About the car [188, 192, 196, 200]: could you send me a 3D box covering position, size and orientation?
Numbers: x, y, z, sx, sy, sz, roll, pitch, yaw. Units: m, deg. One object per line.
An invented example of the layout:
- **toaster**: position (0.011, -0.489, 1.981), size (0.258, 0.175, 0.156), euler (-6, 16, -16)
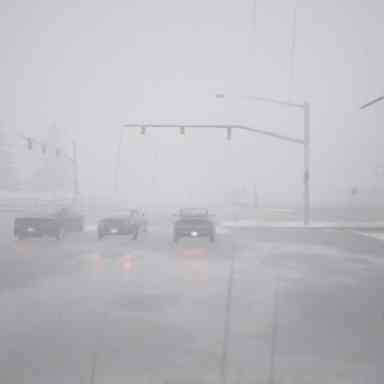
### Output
- **car**: position (-0.005, 1.020, 88.935), size (2.150, 2.045, 5.566), euler (0, 0, 0)

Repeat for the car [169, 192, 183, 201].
- **car**: position (-3.504, 1.113, 78.515), size (2.150, 2.045, 5.566), euler (0, 0, 0)

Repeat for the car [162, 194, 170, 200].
- **car**: position (-7.005, 1.295, 88.905), size (1.837, 1.490, 4.892), euler (0, 0, 0)

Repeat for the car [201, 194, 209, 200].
- **car**: position (3.495, 1.272, 88.905), size (1.882, 1.535, 5.008), euler (0, 0, 0)

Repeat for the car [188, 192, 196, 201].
- **car**: position (-0.004, 1.366, 78.486), size (1.882, 1.535, 5.008), euler (0, 0, 0)

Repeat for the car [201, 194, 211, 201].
- **car**: position (3.496, 1.444, 78.903), size (1.994, 1.385, 4.181), euler (0, 0, 0)

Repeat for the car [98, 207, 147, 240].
- **car**: position (-3.413, 1.504, 16.814), size (1.812, 1.442, 4.674), euler (0, 0, 0)

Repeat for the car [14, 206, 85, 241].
- **car**: position (-6.901, 1.456, 16.677), size (1.882, 1.535, 5.008), euler (0, 0, 0)

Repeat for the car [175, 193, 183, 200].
- **car**: position (-3.505, 1.150, 88.875), size (2.097, 1.767, 4.553), euler (0, 0, 0)

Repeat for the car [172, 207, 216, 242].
- **car**: position (0.099, 1.484, 16.368), size (1.837, 1.490, 4.892), euler (0, 0, 0)

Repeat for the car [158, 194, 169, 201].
- **car**: position (-7.004, 1.428, 78.485), size (2.033, 1.411, 5.357), euler (0, 0, 0)
